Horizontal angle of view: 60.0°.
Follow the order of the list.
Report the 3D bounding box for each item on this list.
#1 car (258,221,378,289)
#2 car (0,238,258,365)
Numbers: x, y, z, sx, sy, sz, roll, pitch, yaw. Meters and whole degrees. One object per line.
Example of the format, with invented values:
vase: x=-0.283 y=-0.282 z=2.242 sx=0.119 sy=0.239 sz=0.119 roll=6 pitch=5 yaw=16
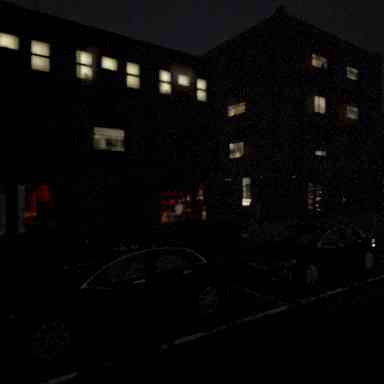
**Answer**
car: x=3.298 y=1.498 z=8.917 sx=4.403 sy=1.369 sz=2.008 roll=0 pitch=0 yaw=-36
car: x=-1.199 y=1.536 z=5.708 sx=4.403 sy=1.369 sz=2.008 roll=0 pitch=0 yaw=-36
